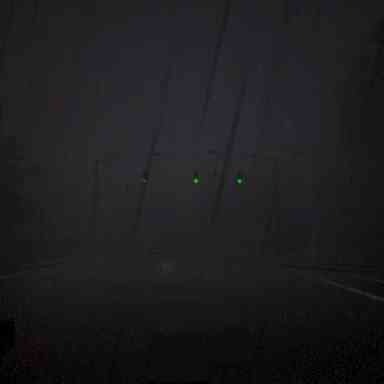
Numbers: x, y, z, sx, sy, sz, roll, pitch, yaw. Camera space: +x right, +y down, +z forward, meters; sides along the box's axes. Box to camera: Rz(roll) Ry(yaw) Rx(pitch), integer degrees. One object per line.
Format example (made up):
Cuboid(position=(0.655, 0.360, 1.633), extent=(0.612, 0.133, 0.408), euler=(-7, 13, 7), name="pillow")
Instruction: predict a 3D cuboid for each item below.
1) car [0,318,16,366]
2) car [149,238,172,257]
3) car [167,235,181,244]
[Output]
Cuboid(position=(-3.482, 1.780, 2.587), extent=(1.895, 1.301, 4.718), euler=(0, -7, 0), name="car")
Cuboid(position=(-3.248, 5.786, 33.963), extent=(1.837, 1.490, 4.892), euler=(0, -7, 0), name="car")
Cuboid(position=(-3.075, 8.503, 58.422), extent=(2.150, 2.045, 5.566), euler=(0, -7, 0), name="car")
